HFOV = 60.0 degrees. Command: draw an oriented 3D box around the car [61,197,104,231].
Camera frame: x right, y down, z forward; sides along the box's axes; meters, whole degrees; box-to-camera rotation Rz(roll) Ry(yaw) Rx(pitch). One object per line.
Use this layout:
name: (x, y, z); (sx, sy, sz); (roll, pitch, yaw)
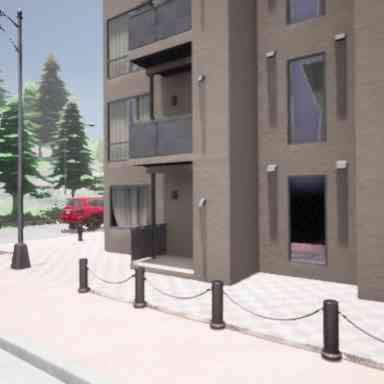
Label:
car: (-5.987, 1.352, 22.379); (2.150, 2.045, 5.566); (-1, 0, 35)
